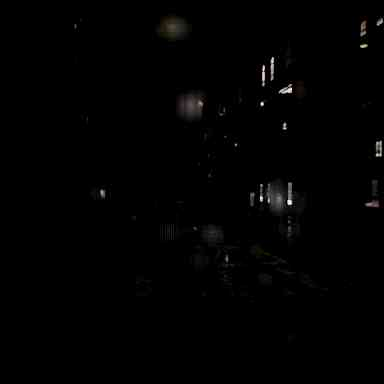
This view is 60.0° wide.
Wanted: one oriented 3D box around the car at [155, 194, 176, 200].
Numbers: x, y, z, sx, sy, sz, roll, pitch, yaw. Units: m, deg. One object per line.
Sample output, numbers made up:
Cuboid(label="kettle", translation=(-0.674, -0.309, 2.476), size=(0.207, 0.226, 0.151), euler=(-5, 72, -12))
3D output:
Cuboid(label="car", translation=(-3.290, 1.418, 35.730), size=(2.097, 1.767, 4.553), euler=(0, 0, -11))

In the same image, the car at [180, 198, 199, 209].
Cuboid(label="car", translation=(-0.415, 1.648, 49.305), size=(2.008, 1.369, 4.403), euler=(-1, 0, -11))

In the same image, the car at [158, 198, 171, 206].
Cuboid(label="car", translation=(-5.030, 1.713, 60.245), size=(1.895, 1.301, 4.718), euler=(0, 0, -11))

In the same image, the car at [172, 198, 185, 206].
Cuboid(label="car", translation=(-2.517, 1.697, 60.203), size=(1.802, 1.307, 4.206), euler=(-1, 0, -11))

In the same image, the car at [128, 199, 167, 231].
Cuboid(label="car", translation=(-2.893, 1.476, 20.548), size=(1.967, 1.590, 4.097), euler=(-1, 0, -11))

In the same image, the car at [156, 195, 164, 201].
Cuboid(label="car", translation=(-8.857, 1.692, 93.060), size=(1.752, 1.417, 4.829), euler=(-1, 0, -11))

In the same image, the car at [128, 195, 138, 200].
Cuboid(label="car", translation=(-10.252, 1.542, 58.689), size=(1.967, 1.590, 4.097), euler=(-1, 0, -11))

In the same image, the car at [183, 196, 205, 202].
Cuboid(label="car", translation=(0.634, 1.403, 43.857), size=(2.192, 1.841, 5.009), euler=(-1, 0, -11))

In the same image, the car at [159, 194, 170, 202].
Cuboid(label="car", translation=(-6.725, 1.465, 81.996), size=(2.192, 1.841, 5.009), euler=(-1, 0, -11))

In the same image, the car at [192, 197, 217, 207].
Cuboid(label="car", translation=(1.688, 1.644, 38.408), size=(1.947, 1.339, 4.313), euler=(-1, 0, -11))

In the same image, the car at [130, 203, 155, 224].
Cuboid(label="car", translation=(-3.943, 1.628, 25.997), size=(1.802, 1.307, 4.206), euler=(-1, 0, -11))

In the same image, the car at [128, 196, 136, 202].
Cuboid(label="car", translation=(-15.475, 1.670, 85.765), size=(1.752, 1.417, 4.829), euler=(-1, 0, -11))

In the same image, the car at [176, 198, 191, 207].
Cuboid(label="car", translation=(-1.466, 1.688, 54.754), size=(1.802, 1.307, 4.206), euler=(-1, 0, -11))

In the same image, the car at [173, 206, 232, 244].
Cuboid(label="car", translation=(0.494, 1.595, 16.052), size=(1.994, 1.385, 4.181), euler=(0, 0, -11))

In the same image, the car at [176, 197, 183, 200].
Cuboid(label="car", translation=(-2.881, 1.619, 49.177), size=(1.812, 1.442, 4.674), euler=(0, 0, -11))

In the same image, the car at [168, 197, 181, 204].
Cuboid(label="car", translation=(-3.568, 1.690, 65.651), size=(1.947, 1.339, 4.313), euler=(-1, 0, -11))

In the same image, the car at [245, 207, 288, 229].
Cuboid(label="car", translation=(4.846, 1.631, 22.064), size=(1.802, 1.307, 4.206), euler=(-1, 0, -11))

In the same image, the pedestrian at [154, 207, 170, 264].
Cuboid(label="pedestrian", translation=(-0.976, 1.312, 10.460), size=(0.375, 1.860, 0.375), euler=(-1, 1, -11))

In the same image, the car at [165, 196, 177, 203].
Cuboid(label="car", translation=(-4.619, 1.683, 71.099), size=(2.008, 1.369, 4.403), euler=(-1, 0, -11))

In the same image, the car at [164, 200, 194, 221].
Cuboid(label="car", translation=(-1.391, 1.613, 25.813), size=(1.994, 1.385, 4.181), euler=(0, 0, -11))
